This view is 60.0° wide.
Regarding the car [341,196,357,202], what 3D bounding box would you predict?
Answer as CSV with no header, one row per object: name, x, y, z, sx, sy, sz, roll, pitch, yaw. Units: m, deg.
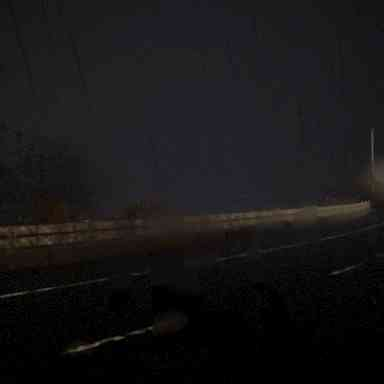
car,40.337,1.742,85.547,1.882,1.535,5.008,0,0,3

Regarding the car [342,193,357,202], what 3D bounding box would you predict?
car,40.157,1.310,82.933,2.150,2.045,5.566,0,0,3

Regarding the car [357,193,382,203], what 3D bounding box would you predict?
car,38.766,1.426,72.781,2.150,2.045,5.566,0,0,8

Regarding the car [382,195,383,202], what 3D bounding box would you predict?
car,42.228,1.692,72.226,1.837,1.490,4.892,0,0,8

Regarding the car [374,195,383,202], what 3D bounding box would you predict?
car,47.125,1.558,82.238,1.837,1.490,4.892,0,0,3
